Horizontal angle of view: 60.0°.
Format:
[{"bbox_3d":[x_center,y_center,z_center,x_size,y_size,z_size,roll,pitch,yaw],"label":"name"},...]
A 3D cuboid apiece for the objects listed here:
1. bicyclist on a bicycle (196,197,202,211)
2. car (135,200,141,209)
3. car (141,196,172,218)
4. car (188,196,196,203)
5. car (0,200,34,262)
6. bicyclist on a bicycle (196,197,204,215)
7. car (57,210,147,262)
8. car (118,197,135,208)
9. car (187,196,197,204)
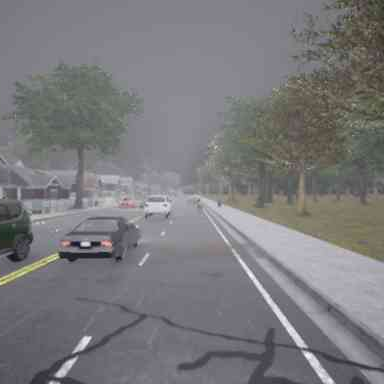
[{"bbox_3d":[0.897,1.553,43.376,0.659,1.776,1.843,0,0,0],"label":"bicyclist on a bicycle"},{"bbox_3d":[-6.576,1.753,48.852,2.033,1.411,5.357,0,0,0],"label":"car"},{"bbox_3d":[-3.149,1.355,31.665,2.150,2.045,5.566,0,0,0],"label":"car"},{"bbox_3d":[0.004,1.731,81.208,1.882,1.535,5.008,0,0,0],"label":"car"},{"bbox_3d":[-6.601,1.261,9.375,2.150,2.045,5.566,0,0,0],"label":"car"},{"bbox_3d":[0.873,1.585,35.210,0.866,1.612,1.509,0,0,0],"label":"bicyclist on a bicycle"},{"bbox_3d":[-3.148,1.600,12.347,2.033,1.411,5.357,0,0,0],"label":"car"},{"bbox_3d":[-9.817,1.568,50.905,2.097,1.767,4.553,0,0,0],"label":"car"},{"bbox_3d":[0.004,1.846,70.352,2.033,1.411,5.357,0,0,0],"label":"car"}]
